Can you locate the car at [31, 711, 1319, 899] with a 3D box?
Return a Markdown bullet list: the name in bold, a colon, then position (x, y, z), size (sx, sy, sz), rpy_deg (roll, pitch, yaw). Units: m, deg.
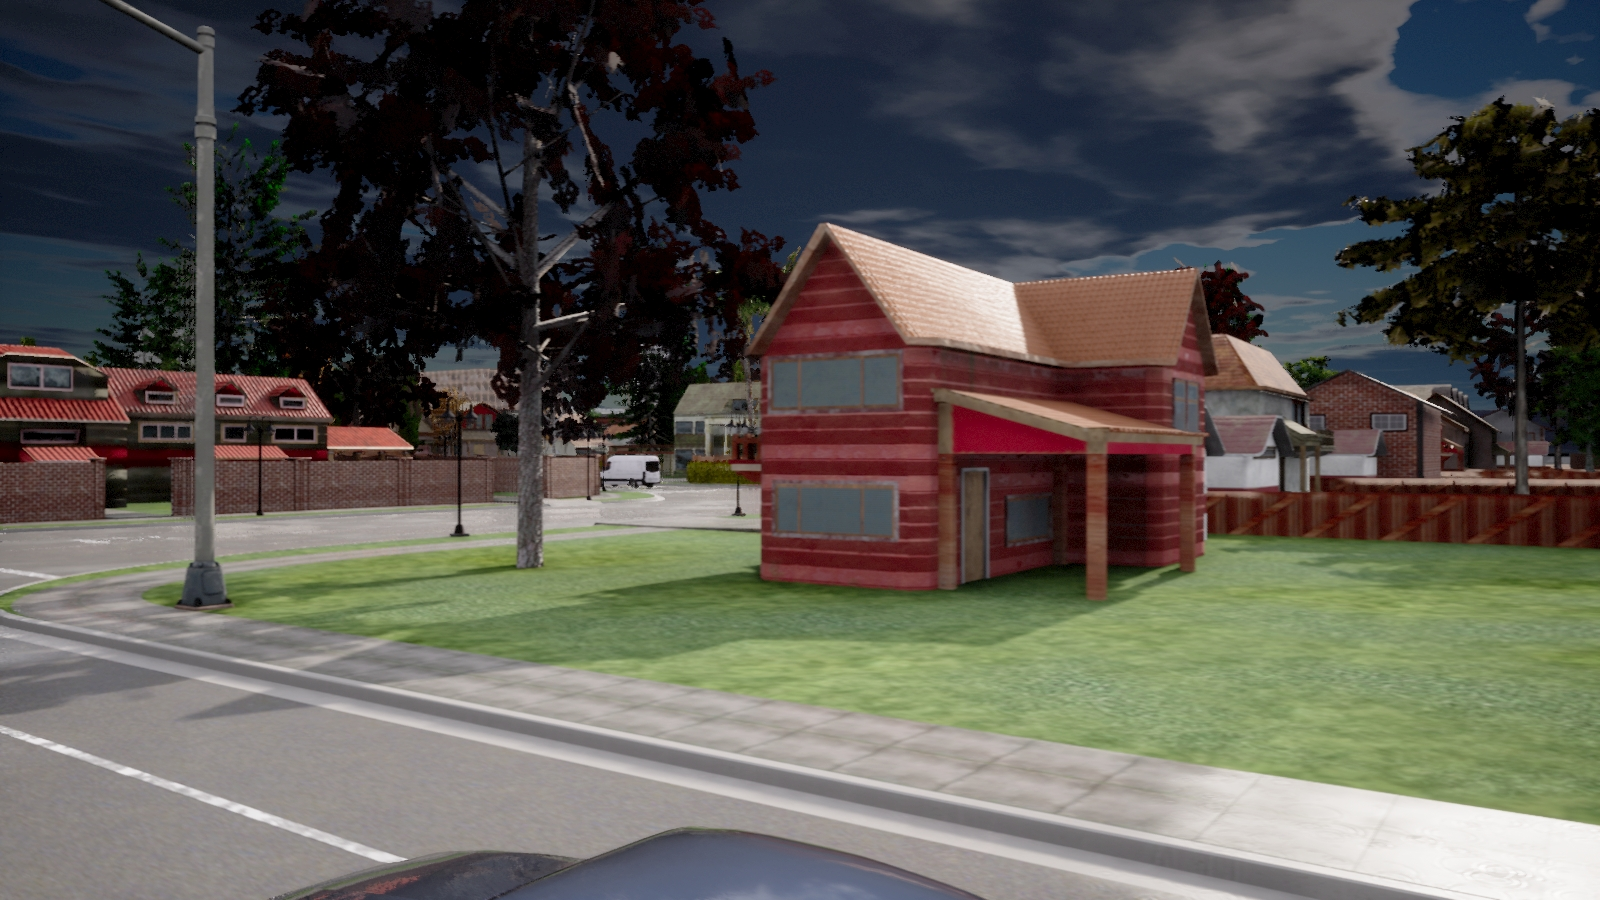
- **car**: position (-0.357, 2.124, 3.828), size (5.357, 1.411, 2.033), rpy_deg (0, 0, 37)
